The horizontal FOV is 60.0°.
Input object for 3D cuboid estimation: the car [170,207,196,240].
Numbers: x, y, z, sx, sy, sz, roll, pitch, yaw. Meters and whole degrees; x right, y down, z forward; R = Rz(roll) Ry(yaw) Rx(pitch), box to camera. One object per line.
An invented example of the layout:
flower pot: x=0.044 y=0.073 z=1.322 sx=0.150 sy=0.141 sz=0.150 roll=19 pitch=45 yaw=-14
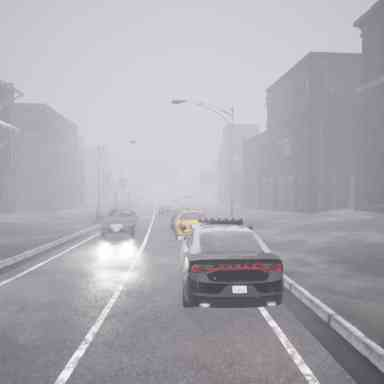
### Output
car: x=-0.073 y=1.671 z=18.365 sx=1.801 sy=1.575 sz=5.366 roll=0 pitch=-1 yaw=-5

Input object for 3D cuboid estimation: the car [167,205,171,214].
car: x=-0.641 y=1.858 z=24.182 sx=1.882 sy=1.535 sz=5.008 roll=0 pitch=-2 yaw=-6

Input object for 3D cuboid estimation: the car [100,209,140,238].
car: x=-4.143 y=1.759 z=19.658 sx=2.128 sy=1.511 sz=4.902 roll=0 pitch=-2 yaw=-5

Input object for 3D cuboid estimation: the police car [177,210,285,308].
police car: x=0.676 y=1.465 z=8.189 sx=1.930 sy=1.638 sz=5.238 roll=0 pitch=-1 yaw=-3

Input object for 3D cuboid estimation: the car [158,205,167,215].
car: x=-3.800 y=2.454 z=47.023 sx=1.895 sy=1.301 sz=4.718 roll=0 pitch=0 yaw=-5
